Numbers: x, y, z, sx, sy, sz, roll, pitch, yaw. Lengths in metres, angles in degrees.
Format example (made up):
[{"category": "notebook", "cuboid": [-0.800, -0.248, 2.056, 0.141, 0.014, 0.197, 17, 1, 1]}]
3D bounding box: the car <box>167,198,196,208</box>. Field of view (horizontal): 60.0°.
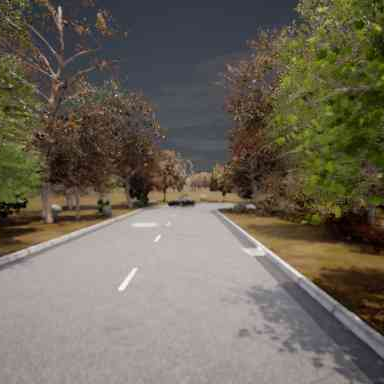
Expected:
[{"category": "car", "cuboid": [-1.445, 1.447, 46.108, 1.895, 1.301, 4.718, 2, 1, 31]}]
